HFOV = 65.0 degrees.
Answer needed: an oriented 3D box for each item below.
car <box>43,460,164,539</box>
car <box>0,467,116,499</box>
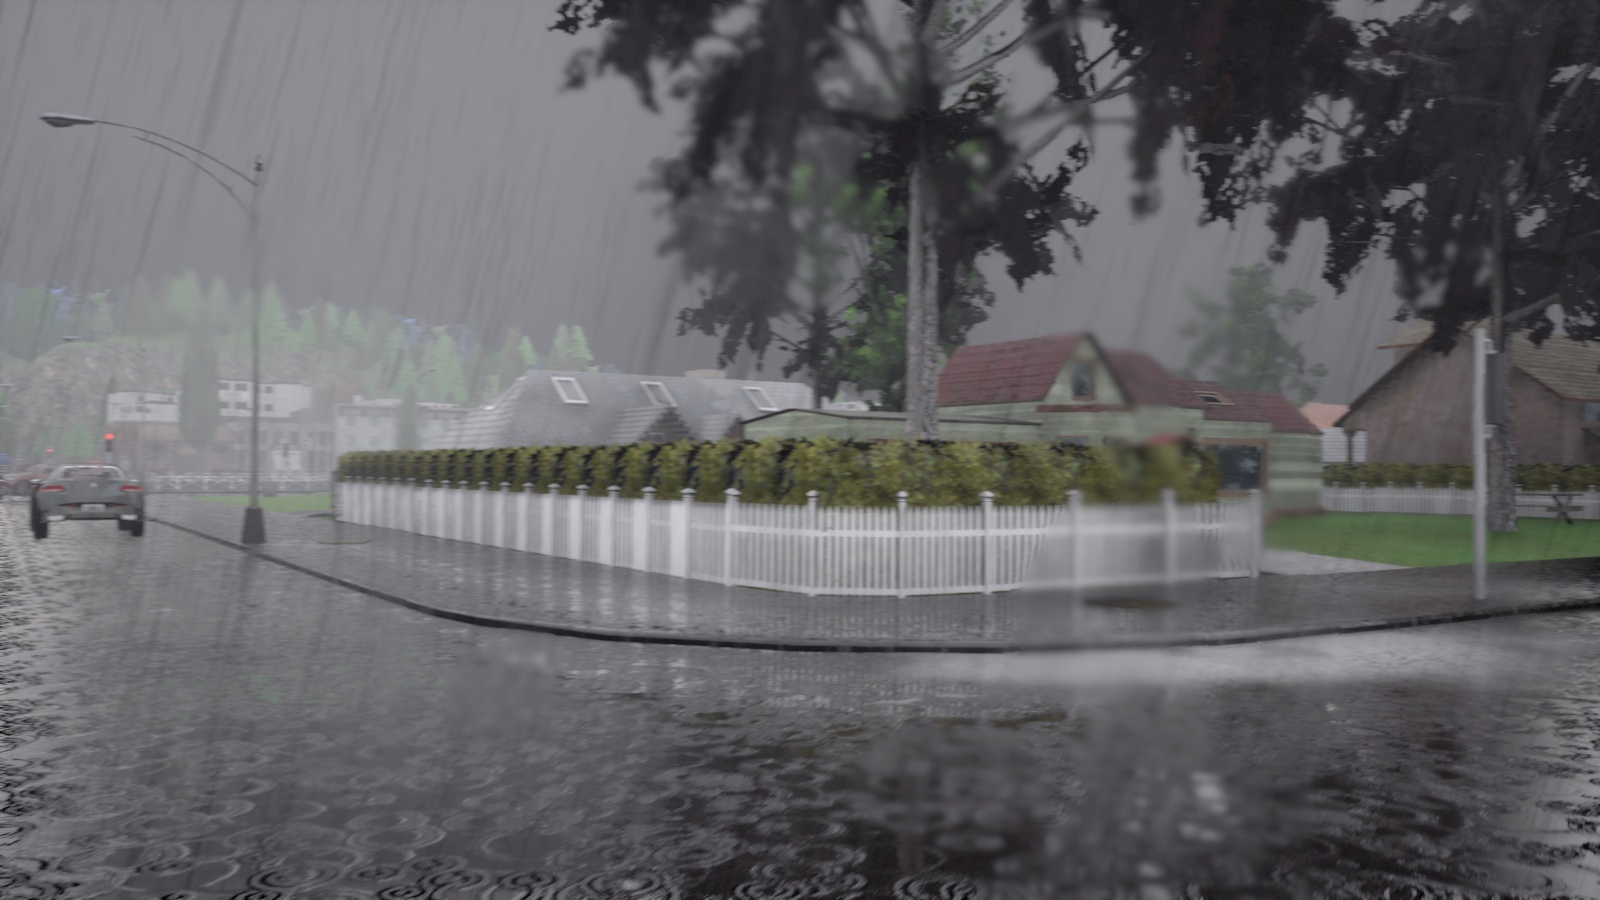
[{"bbox_3d":[-16.234,1.089,29.132,2.152,1.651,5.027,1,-1,-32],"label":"car"},{"bbox_3d":[-39.424,1.728,66.703,2.152,1.651,5.027,-1,-1,30],"label":"car"}]
